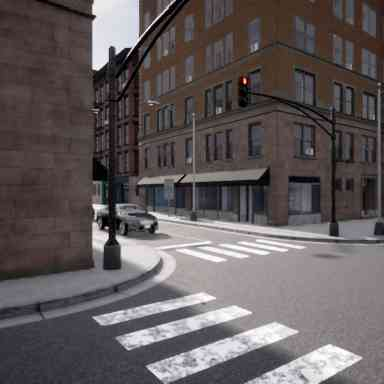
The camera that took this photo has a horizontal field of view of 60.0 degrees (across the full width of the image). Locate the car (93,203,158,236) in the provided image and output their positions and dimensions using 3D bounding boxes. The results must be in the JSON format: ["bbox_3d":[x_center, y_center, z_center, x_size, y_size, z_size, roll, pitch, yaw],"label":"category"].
[{"bbox_3d":[-3.639,1.394,18.144,2.128,1.511,4.902,0,0,-37],"label":"car"}]

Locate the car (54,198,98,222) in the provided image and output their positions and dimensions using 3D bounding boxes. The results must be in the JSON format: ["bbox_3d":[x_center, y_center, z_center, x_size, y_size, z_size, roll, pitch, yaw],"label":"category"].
[{"bbox_3d":[-9.126,1.322,25.853,1.882,1.535,5.008,0,0,-36],"label":"car"}]
